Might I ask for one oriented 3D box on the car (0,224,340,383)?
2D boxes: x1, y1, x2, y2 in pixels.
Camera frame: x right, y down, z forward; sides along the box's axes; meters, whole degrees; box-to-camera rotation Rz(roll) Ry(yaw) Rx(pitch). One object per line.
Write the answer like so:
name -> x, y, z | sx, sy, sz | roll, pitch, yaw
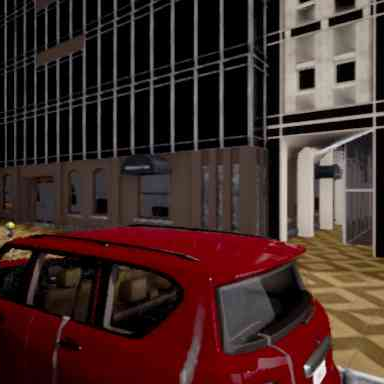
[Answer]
car -> -1.079, 1.299, 3.652 | 5.009, 1.841, 2.192 | 0, 0, 36
